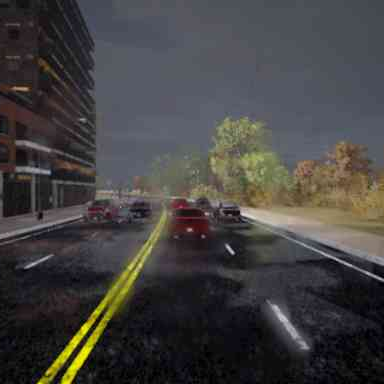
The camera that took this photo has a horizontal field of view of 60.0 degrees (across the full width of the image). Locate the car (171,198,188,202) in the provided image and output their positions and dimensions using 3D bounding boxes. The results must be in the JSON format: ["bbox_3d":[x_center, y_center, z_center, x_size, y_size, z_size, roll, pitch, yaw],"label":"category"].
[{"bbox_3d":[-1.416,1.453,39.069,1.882,1.535,5.008,0,0,-5],"label":"car"}]

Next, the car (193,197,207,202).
[{"bbox_3d":[1.317,1.464,44.496,1.837,1.490,4.892,0,1,-5],"label":"car"}]

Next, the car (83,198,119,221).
[{"bbox_3d":[-7.341,1.364,27.096,2.097,1.767,4.553,0,0,-3],"label":"car"}]

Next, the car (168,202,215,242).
[{"bbox_3d":[-0.169,1.471,16.530,1.882,1.535,5.008,0,0,-2],"label":"car"}]

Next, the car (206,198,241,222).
[{"bbox_3d":[2.652,1.465,26.376,2.128,1.511,4.902,0,0,-3],"label":"car"}]

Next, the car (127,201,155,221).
[{"bbox_3d":[-4.094,1.506,27.261,1.837,1.490,4.892,0,0,-3],"label":"car"}]
